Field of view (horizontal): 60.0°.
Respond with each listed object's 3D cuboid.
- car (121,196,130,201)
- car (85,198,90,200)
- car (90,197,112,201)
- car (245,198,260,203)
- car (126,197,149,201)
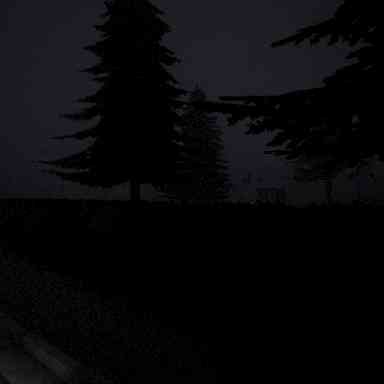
[{"bbox_3d":[-12.845,1.896,74.639,4.605,1.855,1.932,0,-1,-39],"label":"car"},{"bbox_3d":[-27.405,2.321,91.299,3.806,1.475,1.970,0,-1,-39],"label":"car"},{"bbox_3d":[-23.096,2.158,86.535,5.027,1.636,2.152,0,-1,-39],"label":"car"},{"bbox_3d":[9.918,1.718,51.261,4.553,1.767,2.097,0,-1,-40],"label":"car"},{"bbox_3d":[-8.824,1.992,57.772,3.806,1.475,1.970,0,-1,-39],"label":"car"}]
